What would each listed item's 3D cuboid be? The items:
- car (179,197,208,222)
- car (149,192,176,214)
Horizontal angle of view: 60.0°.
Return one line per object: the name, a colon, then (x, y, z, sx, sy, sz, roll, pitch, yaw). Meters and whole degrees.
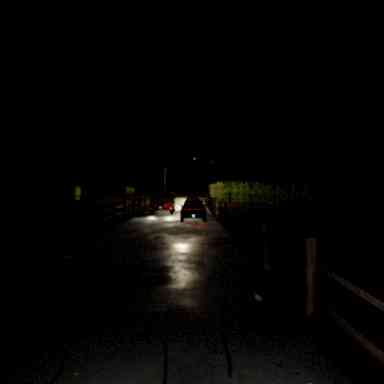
car: (0.099, 1.333, 24.765, 1.837, 1.490, 4.892, 0, 0, 0)
car: (-2.754, 0.991, 31.825, 2.150, 2.045, 5.566, 0, 0, 0)
